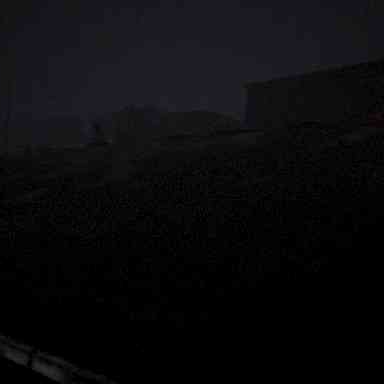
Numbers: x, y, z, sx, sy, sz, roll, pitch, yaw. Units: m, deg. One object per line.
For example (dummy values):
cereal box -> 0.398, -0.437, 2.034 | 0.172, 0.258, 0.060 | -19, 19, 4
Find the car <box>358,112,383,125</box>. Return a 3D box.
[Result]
car -> 12.254, -3.982, 18.943 | 5.008, 1.535, 2.097 | 3, 2, 36

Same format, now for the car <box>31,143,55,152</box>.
car -> -18.170, -5.454, 42.855 | 4.553, 1.767, 2.185 | 2, 2, 39

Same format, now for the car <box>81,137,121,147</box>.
car -> -9.456, -5.090, 35.877 | 4.553, 1.767, 2.185 | 2, 2, 39

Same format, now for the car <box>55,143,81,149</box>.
car -> -13.745, -5.103, 39.313 | 4.674, 1.452, 2.002 | 2, 2, 39

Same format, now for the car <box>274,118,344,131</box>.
car -> 7.784, -4.159, 22.226 | 4.674, 1.452, 2.002 | 3, 2, 37

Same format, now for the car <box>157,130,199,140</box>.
car -> -0.923, -4.605, 29.044 | 4.892, 1.521, 2.231 | 2, 2, 39

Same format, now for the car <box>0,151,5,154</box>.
car -> -31.075, -5.842, 53.190 | 4.892, 1.521, 2.231 | 2, 1, 39

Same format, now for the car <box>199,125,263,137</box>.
car -> 3.388, -4.411, 25.602 | 4.892, 1.521, 2.231 | 3, 2, 38

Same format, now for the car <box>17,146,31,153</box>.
car -> -22.477, -5.629, 46.305 | 4.553, 1.767, 2.185 | 2, 2, 39
